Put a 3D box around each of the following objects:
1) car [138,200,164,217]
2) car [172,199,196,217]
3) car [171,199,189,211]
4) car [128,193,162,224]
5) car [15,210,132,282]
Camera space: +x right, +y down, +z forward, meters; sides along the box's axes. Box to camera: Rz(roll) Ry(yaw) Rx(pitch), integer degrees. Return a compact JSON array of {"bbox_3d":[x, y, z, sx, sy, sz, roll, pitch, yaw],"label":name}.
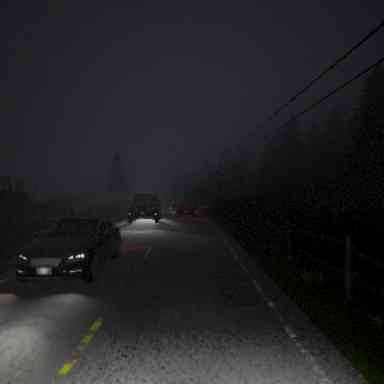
[{"bbox_3d":[-3.975,1.566,33.003,2.128,1.511,4.902,0,0,-3],"label":"car"},{"bbox_3d":[-0.665,1.557,32.534,2.128,1.511,4.902,0,0,-3],"label":"car"},{"bbox_3d":[-1.614,1.638,44.165,2.033,1.411,5.357,0,0,-5],"label":"car"},{"bbox_3d":[-3.522,1.091,25.551,2.150,2.045,5.566,0,0,-2],"label":"car"},{"bbox_3d":[-3.359,1.520,9.945,2.128,1.511,4.902,0,0,-1],"label":"car"}]
